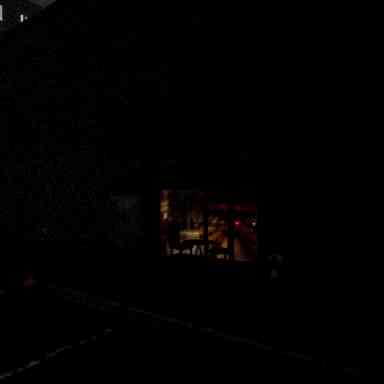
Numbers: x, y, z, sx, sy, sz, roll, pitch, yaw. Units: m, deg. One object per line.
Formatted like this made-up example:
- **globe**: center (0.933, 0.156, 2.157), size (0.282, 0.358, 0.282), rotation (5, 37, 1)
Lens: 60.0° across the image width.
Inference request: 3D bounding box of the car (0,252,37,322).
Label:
- **car**: center (-4.475, 1.580, 6.076), size (4.206, 1.307, 1.802), rotation (0, 0, 36)
